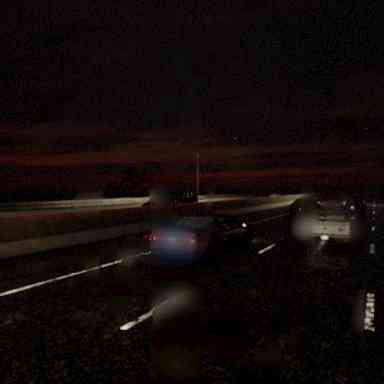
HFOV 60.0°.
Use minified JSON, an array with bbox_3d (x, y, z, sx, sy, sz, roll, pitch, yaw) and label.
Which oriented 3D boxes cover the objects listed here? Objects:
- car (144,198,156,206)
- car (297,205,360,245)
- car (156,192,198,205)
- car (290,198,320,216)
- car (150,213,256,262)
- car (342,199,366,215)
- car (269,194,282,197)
[{"bbox_3d":[-3.734,1.313,40.732,2.033,1.411,5.357,0,0,29],"label":"car"},{"bbox_3d":[6.316,1.476,15.051,1.895,1.301,4.718,0,0,29],"label":"car"},{"bbox_3d":[-1.283,0.992,37.926,2.150,2.045,5.566,0,0,29],"label":"car"},{"bbox_3d":[9.873,1.249,28.756,1.882,1.535,5.008,0,0,29],"label":"car"},{"bbox_3d":[0.650,1.471,12.023,2.033,1.411,5.357,0,0,29],"label":"car"},{"bbox_3d":[14.716,1.300,30.291,1.994,1.385,4.181,0,0,29],"label":"car"},{"bbox_3d":[15.109,1.034,60.143,2.128,1.511,4.902,0,0,27],"label":"car"}]
